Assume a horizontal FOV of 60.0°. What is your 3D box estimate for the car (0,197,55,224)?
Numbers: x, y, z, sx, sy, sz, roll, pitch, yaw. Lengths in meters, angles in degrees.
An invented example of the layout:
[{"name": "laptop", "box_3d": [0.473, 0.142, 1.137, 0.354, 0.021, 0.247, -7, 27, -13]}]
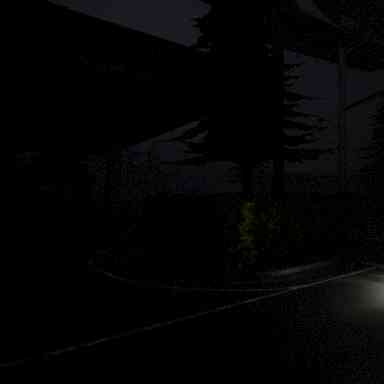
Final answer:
[{"name": "car", "box_3d": [-11.900, 1.313, 23.522, 3.866, 1.878, 1.905, 0, 0, -36]}]
